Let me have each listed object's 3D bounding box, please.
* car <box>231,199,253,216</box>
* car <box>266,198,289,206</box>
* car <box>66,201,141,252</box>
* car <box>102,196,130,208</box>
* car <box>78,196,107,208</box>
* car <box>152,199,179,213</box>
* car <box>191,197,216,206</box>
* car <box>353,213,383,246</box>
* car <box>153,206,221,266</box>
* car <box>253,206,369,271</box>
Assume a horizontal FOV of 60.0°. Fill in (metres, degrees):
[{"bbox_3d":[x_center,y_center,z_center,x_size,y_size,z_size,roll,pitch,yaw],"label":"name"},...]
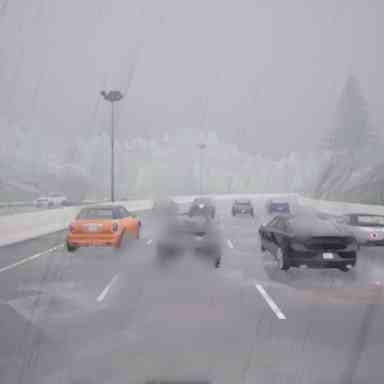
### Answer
[{"bbox_3d":[4.638,1.396,30.704,2.128,1.511,4.902,0,0,6],"label":"car"},{"bbox_3d":[8.437,1.363,33.030,1.882,1.535,5.008,0,0,7],"label":"car"},{"bbox_3d":[-3.488,1.324,14.000,2.097,1.767,4.553,0,0,1],"label":"car"},{"bbox_3d":[-10.720,1.396,47.398,2.128,1.511,4.902,0,0,11],"label":"car"},{"bbox_3d":[-14.198,1.392,47.867,1.882,1.535,5.008,0,0,11],"label":"car"},{"bbox_3d":[-2.374,1.417,30.974,2.128,1.511,4.902,0,0,6],"label":"car"},{"bbox_3d":[1.031,1.267,29.891,2.097,1.767,4.553,0,0,6],"label":"car"},{"bbox_3d":[6.993,1.542,13.899,1.895,1.301,4.718,0,0,1],"label":"car"},{"bbox_3d":[-0.049,1.461,11.351,2.128,1.511,4.902,0,0,1],"label":"car"},{"bbox_3d":[3.444,1.437,10.816,1.882,1.535,5.008,0,0,1],"label":"car"}]
